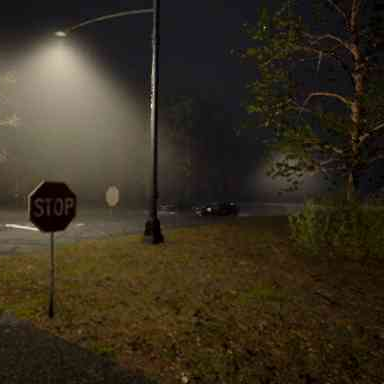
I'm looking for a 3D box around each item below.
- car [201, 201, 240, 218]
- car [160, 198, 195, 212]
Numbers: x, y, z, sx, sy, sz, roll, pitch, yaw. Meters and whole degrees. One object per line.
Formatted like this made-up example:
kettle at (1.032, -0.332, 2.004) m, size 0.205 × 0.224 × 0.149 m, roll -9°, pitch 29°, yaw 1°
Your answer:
car at (2.601, 1.454, 29.512) m, size 1.994 × 1.385 × 4.181 m, roll 1°, pitch 0°, yaw 36°
car at (-1.479, 1.364, 35.787) m, size 1.812 × 1.442 × 4.674 m, roll 1°, pitch 1°, yaw 36°
